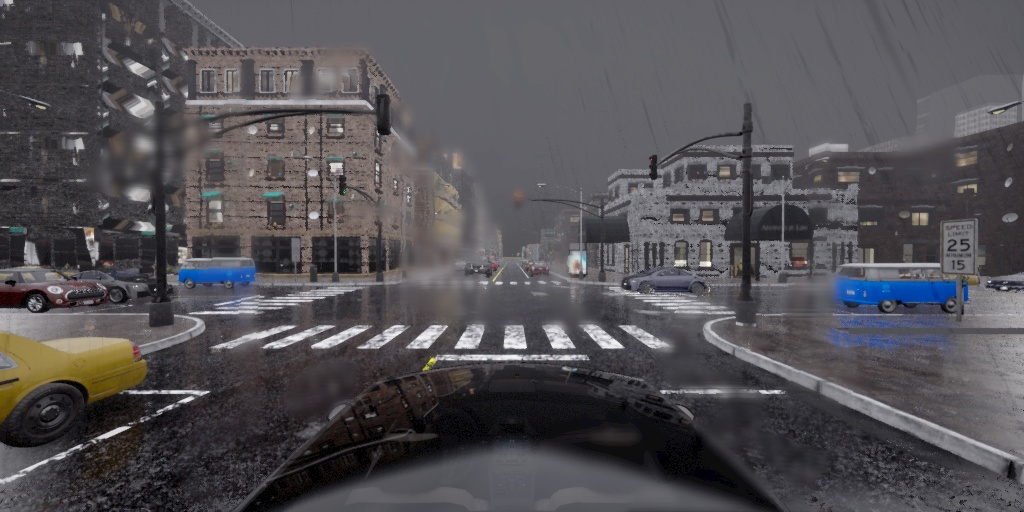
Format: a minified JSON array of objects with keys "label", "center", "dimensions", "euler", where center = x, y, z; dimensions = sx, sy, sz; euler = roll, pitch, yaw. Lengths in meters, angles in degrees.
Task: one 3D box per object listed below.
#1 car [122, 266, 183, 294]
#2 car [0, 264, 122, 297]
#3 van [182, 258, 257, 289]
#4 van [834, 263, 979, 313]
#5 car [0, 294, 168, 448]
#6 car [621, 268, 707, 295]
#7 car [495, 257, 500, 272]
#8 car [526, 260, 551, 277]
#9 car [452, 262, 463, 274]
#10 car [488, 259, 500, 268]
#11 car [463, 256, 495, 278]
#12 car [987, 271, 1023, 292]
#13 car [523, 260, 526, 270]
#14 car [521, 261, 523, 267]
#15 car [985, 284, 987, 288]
[{"label":"car","center":[-17.736,1.296,15.892],"dimensions":[4.181,1.385,1.994],"euler":[0,0,0]},{"label":"car","center":[-17.724,1.190,13.309],"dimensions":[4.097,1.591,1.967],"euler":[0,0,0]},{"label":"van","center":[-17.769,1.030,21.689],"dimensions":[3.998,1.789,1.690],"euler":[0,0,0]},{"label":"van","center":[14.653,1.156,13.555],"dimensions":[3.998,1.789,1.690],"euler":[0,0,0]},{"label":"car","center":[-5.692,1.275,2.615],"dimensions":[1.751,1.417,4.829],"euler":[0,0,0]},{"label":"car","center":[8.094,1.321,19.292],"dimensions":[4.181,1.385,1.994],"euler":[0,0,-1]},{"label":"car","center":[-3.106,0.988,47.850],"dimensions":[2.150,2.045,5.566],"euler":[0,0,0]},{"label":"car","center":[2.684,1.195,35.254],"dimensions":[1.967,1.591,4.097],"euler":[0,0,0]},{"label":"car","center":[-5.698,1.311,40.937],"dimensions":[2.007,1.370,4.403],"euler":[0,0,0]},{"label":"car","center":[-3.074,1.306,61.255],"dimensions":[1.812,1.442,4.674],"euler":[0,0,0]},{"label":"car","center":[-3.100,0.977,34.763],"dimensions":[2.150,2.045,5.566],"euler":[0,0,0]},{"label":"car","center":[29.345,1.360,19.451],"dimensions":[5.357,1.411,2.033],"euler":[0,0,0]},{"label":"car","center":[2.682,1.347,46.647],"dimensions":[1.802,1.307,4.207],"euler":[0,0,0]},{"label":"car","center":[2.681,1.321,52.344],"dimensions":[2.007,1.370,4.403],"euler":[0,0,0]},{"label":"car","center":[25.480,1.309,22.017],"dimensions":[4.829,1.417,1.751],"euler":[0,0,0]}]
